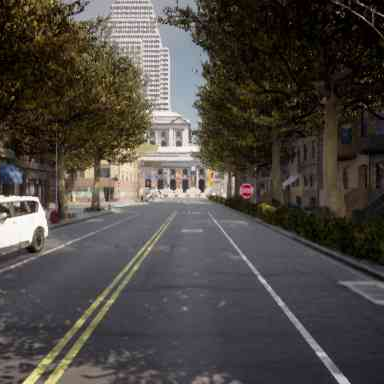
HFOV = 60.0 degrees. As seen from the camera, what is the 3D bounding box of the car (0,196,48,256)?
[{"bbox_3d":[-6.553,1.184,10.436,2.435,2.045,5.566,0,0,0],"label":"car"}]
